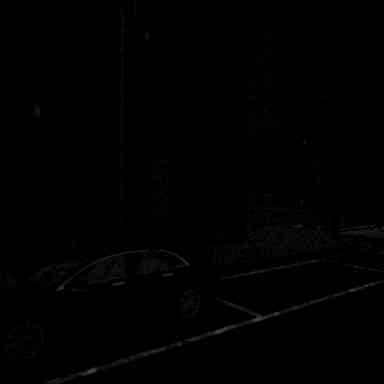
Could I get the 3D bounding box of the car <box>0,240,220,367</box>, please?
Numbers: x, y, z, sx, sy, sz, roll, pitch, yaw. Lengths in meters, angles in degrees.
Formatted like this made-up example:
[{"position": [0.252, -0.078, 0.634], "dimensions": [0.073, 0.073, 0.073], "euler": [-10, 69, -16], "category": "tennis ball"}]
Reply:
[{"position": [-1.517, 1.563, 5.684], "dimensions": [4.403, 1.369, 2.008], "euler": [0, 0, -35], "category": "car"}]
